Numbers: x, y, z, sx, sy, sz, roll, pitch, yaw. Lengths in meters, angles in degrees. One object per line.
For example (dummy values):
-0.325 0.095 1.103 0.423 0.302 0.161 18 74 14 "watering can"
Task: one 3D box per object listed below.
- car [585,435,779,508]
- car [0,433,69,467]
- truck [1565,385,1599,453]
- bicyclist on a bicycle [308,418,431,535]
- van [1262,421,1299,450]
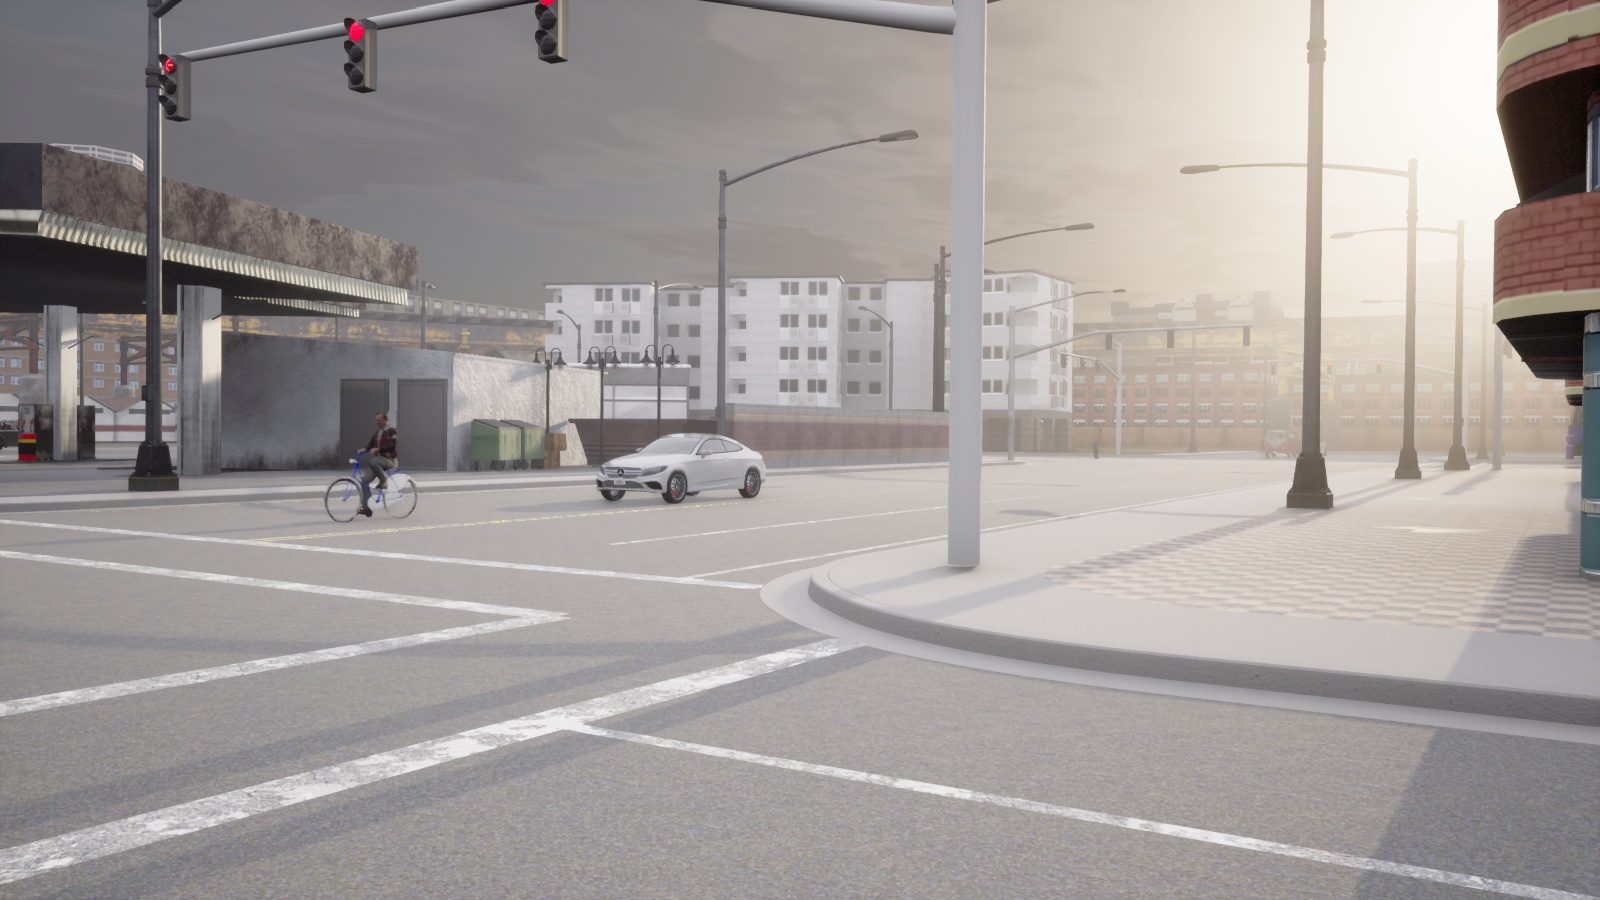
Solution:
-2.468 0.404 27.508 1.812 1.442 4.674 0 1 31 "car"
-44.499 -0.024 71.407 1.932 1.855 4.605 0 1 35 "car"
43.929 -1.665 64.401 7.936 3.462 2.891 -1 0 32 "truck"
-6.860 0.390 20.092 0.659 1.776 1.843 0 1 31 "bicyclist on a bicycle"
34.305 -1.049 89.621 1.775 1.987 4.442 0 1 31 "van"
